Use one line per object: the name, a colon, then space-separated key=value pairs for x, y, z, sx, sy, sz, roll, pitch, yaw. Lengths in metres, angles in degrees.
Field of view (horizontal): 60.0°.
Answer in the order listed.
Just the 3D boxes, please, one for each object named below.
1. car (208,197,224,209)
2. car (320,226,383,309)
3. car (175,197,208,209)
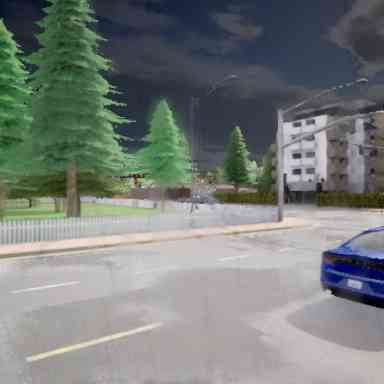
car: x=2.439 y=1.466 z=46.015 sx=1.837 sy=1.490 sz=4.892 roll=0 pitch=0 yaw=-34
car: x=4.892 y=1.467 z=7.280 sx=5.008 sy=1.535 sz=1.882 roll=0 pitch=0 yaw=-35
car: x=-0.523 y=1.458 z=44.149 sx=2.128 sy=1.511 sz=4.902 roll=0 pitch=0 yaw=-34
